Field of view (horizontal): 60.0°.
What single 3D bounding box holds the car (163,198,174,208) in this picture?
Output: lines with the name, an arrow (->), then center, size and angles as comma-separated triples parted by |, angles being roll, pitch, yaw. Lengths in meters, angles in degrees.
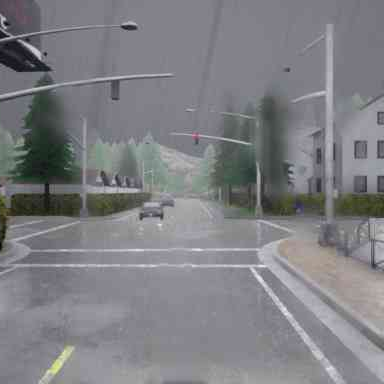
car -> -3.573, 1.547, 48.738 | 2.033, 1.411, 5.357 | 0, 0, 0

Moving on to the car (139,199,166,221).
car -> -3.276, 1.495, 27.019 | 1.812, 1.442, 4.674 | -1, -1, -5
